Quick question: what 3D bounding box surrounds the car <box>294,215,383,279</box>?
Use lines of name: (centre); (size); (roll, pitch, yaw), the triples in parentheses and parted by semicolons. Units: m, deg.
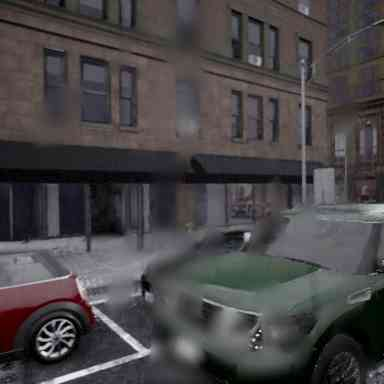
car: (5.485, 1.550, 10.571); (4.403, 1.369, 2.008); (0, -1, -35)

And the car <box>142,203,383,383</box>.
car: (2.207, 1.221, 4.922); (5.566, 2.045, 2.150); (0, 0, -35)

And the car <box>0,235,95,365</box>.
car: (-3.481, 1.440, 4.181); (4.097, 1.590, 1.967); (0, -1, -35)

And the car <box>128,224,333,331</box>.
car: (1.003, 1.565, 7.375); (4.313, 1.339, 1.947); (0, -1, -35)
